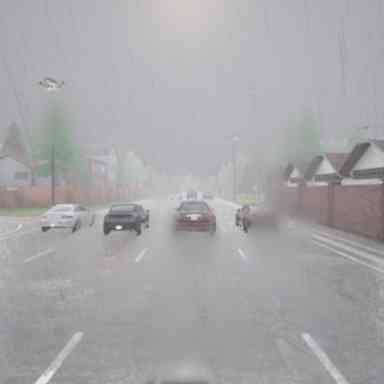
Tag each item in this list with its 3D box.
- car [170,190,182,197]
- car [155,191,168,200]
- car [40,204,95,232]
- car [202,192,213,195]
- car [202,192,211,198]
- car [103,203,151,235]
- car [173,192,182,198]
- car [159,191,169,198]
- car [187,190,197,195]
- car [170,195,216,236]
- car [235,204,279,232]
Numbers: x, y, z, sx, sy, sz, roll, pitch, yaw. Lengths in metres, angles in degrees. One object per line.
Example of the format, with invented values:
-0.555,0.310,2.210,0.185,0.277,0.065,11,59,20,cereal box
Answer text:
-3.492,0.682,71.942,2.150,2.045,5.566,0,0,0,car
-6.992,0.997,71.915,2.033,1.411,5.357,0,0,0,car
-6.911,1.386,18.816,1.812,1.442,4.674,0,0,0,car
3.508,0.811,72.297,2.097,1.767,4.553,0,0,0,car
3.509,0.718,82.331,1.882,1.535,5.008,0,0,0,car
-3.399,1.372,17.875,1.837,1.490,4.892,0,0,0,car
-3.491,0.792,82.332,1.994,1.385,4.181,0,0,0,car
-6.991,0.595,82.301,2.097,1.767,4.553,0,0,0,car
0.008,0.682,71.941,2.150,2.045,5.566,0,0,0,car
0.100,1.222,17.502,2.097,1.767,4.553,0,0,0,car
3.588,1.386,18.801,1.812,1.442,4.674,0,0,0,car
